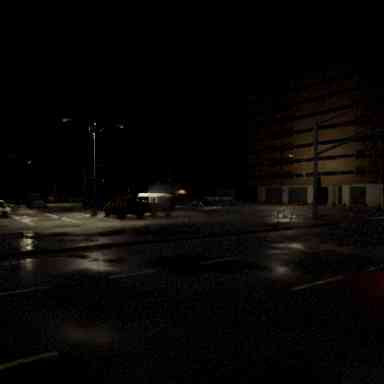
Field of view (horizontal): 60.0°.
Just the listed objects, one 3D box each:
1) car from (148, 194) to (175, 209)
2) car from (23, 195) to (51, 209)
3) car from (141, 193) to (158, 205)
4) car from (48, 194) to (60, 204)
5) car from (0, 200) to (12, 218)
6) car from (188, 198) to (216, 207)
[{"bbox_3d":[-4.868,1.567,55.606,1.882,1.535,5.008,0,0,-35],"label":"car"},{"bbox_3d":[-20.219,1.460,43.315,1.970,1.475,3.806,0,0,-35],"label":"car"},{"bbox_3d":[-7.625,1.343,65.691,1.895,1.301,4.718,0,0,-35],"label":"car"},{"bbox_3d":[-25.651,1.225,60.781,1.932,1.855,4.605,0,0,-35],"label":"car"},{"bbox_3d":[-16.254,1.453,27.643,1.970,1.475,3.806,0,0,-35],"label":"car"},{"bbox_3d":[1.534,1.642,52.599,2.033,1.411,5.357,0,0,-35],"label":"car"}]
